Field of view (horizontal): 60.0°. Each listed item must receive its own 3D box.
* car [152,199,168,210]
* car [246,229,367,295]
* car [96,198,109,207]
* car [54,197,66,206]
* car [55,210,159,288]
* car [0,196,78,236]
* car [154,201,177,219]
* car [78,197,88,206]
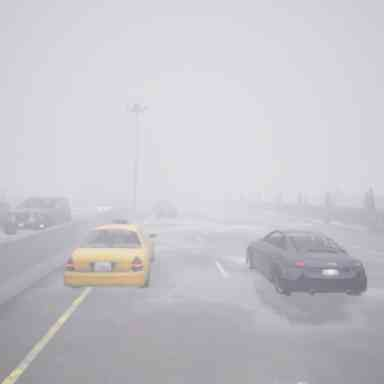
[{"bbox_3d":[-4.036,1.753,43.853,2.097,1.767,4.553,1,-1,-12],"label":"car"},{"bbox_3d":[2.847,1.717,9.160,1.994,1.385,4.181,1,-1,-4],"label":"car"},{"bbox_3d":[-15.969,1.840,59.074,2.128,1.511,4.902,1,-1,-21],"label":"car"},{"bbox_3d":[-23.434,1.737,58.999,1.812,1.442,4.674,1,-1,-23],"label":"car"},{"bbox_3d":[-2.001,1.522,9.362,1.801,1.575,5.366,1,-1,-4],"label":"car"},{"bbox_3d":[-8.566,1.271,19.064,2.150,2.045,5.566,1,-1,-4],"label":"car"},{"bbox_3d":[-2.459,1.874,32.668,1.994,1.385,4.181,1,-1,-5],"label":"car"},{"bbox_3d":[-19.825,1.631,59.278,2.097,1.767,4.553,1,-1,-22],"label":"car"}]
